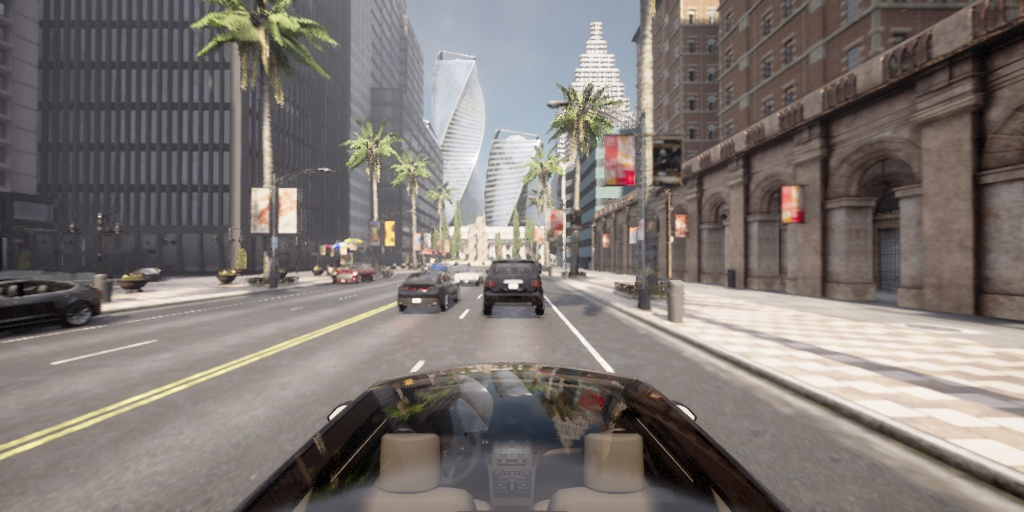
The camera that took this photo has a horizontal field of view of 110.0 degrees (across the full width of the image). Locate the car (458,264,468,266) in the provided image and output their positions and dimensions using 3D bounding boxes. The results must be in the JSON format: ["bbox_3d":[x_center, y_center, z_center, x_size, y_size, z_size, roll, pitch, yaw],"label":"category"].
[{"bbox_3d":[-7.305,1.866,53.431,2.033,1.411,5.357,0,-1,0],"label":"car"}]

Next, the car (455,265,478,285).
[{"bbox_3d":[-3.438,1.654,29.319,1.895,1.301,4.718,0,-1,0],"label":"car"}]

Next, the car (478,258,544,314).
[{"bbox_3d":[0.071,1.115,14.596,2.150,2.045,5.566,0,0,1],"label":"car"}]

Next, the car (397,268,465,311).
[{"bbox_3d":[-3.421,1.404,15.367,1.837,1.490,4.892,0,-1,1],"label":"car"}]

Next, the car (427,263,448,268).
[{"bbox_3d":[-10.806,1.796,53.530,1.882,1.535,5.008,0,-1,0],"label":"car"}]
